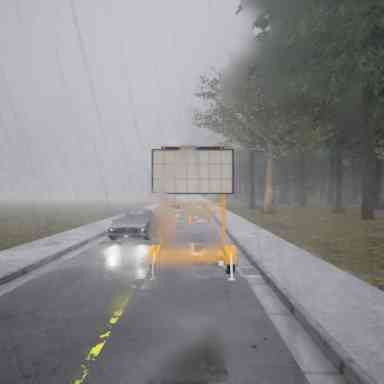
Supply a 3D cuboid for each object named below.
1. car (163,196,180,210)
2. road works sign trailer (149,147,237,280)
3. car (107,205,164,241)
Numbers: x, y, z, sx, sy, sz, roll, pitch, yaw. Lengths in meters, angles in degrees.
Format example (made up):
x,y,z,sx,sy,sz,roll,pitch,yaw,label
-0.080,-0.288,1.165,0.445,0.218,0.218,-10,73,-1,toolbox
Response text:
x,y,z,sx,sy,sz,roll,pitch,yaw,label
-2.671,1.351,43.250,2.097,1.767,4.553,0,0,0,car
0.019,0.464,9.873,2.380,3.560,2.880,0,0,0,road works sign trailer
-2.818,1.547,16.988,2.033,1.411,5.357,0,0,0,car
